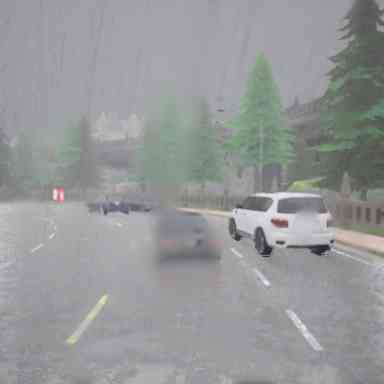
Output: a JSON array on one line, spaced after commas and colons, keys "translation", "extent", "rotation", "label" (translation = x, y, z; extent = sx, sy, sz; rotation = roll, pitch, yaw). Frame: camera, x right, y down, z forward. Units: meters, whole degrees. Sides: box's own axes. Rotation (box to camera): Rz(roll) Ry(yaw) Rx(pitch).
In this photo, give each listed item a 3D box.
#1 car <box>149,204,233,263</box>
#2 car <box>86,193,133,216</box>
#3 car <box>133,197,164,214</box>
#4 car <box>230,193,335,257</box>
[{"translation": [-0.337, 1.370, 11.197], "extent": [2.033, 1.411, 5.357], "rotation": [0, 1, -7], "label": "car"}, {"translation": [-7.069, 0.919, 27.484], "extent": [2.097, 1.767, 4.553], "rotation": [-1, 1, -37], "label": "car"}, {"translation": [-4.182, 1.102, 29.449], "extent": [1.994, 1.385, 4.181], "rotation": [-1, 1, -38], "label": "car"}, {"translation": [3.011, 1.028, 12.357], "extent": [2.150, 2.045, 5.566], "rotation": [0, 1, -8], "label": "car"}]
